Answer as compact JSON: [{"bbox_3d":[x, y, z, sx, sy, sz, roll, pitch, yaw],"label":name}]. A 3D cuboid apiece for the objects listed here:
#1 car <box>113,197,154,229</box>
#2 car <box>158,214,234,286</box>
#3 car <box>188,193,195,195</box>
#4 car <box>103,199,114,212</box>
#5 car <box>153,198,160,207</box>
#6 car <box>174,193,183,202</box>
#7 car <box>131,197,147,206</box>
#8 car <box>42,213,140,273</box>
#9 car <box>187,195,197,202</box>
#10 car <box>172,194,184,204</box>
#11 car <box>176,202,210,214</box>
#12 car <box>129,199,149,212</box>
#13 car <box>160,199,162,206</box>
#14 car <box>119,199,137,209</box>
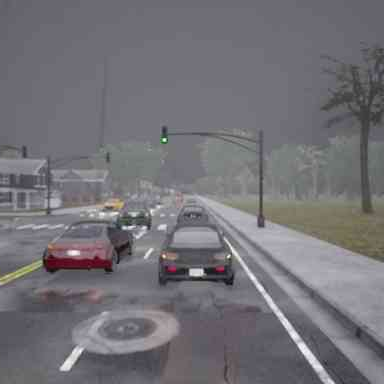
[{"bbox_3d":[-3.837,1.447,22.196,2.097,1.767,4.553,0,0,-9],"label":"car"},{"bbox_3d":[0.096,1.567,9.421,1.812,1.442,4.674,0,0,0],"label":"car"},{"bbox_3d":[-0.032,1.389,82.588,2.150,2.045,5.566,0,0,0],"label":"car"},{"bbox_3d":[-9.867,1.650,41.969,1.882,1.535,5.008,0,0,-1],"label":"car"},{"bbox_3d":[-6.610,1.695,51.300,2.128,1.511,4.902,0,0,0],"label":"car"},{"bbox_3d":[-3.282,1.389,82.587,2.150,2.045,5.566,0,0,0],"label":"car"},{"bbox_3d":[-9.814,1.733,61.833,2.128,1.511,4.902,0,0,1],"label":"car"},{"bbox_3d":[-3.158,1.612,10.925,1.994,1.385,4.181,0,0,0],"label":"car"},{"bbox_3d":[-0.028,1.824,72.551,1.994,1.385,4.181,0,0,0],"label":"car"},{"bbox_3d":[-3.278,1.627,72.521,2.097,1.767,4.553,0,0,0],"label":"car"},{"bbox_3d":[0.066,1.595,20.832,1.837,1.490,4.892,0,0,0],"label":"car"},{"bbox_3d":[-6.611,1.677,41.928,1.837,1.490,4.892,0,0,0],"label":"car"},{"bbox_3d":[-6.573,1.804,61.492,1.994,1.385,4.181,0,0,0],"label":"car"},{"bbox_3d":[-9.854,1.769,51.473,1.994,1.385,4.181,0,0,0],"label":"car"}]
